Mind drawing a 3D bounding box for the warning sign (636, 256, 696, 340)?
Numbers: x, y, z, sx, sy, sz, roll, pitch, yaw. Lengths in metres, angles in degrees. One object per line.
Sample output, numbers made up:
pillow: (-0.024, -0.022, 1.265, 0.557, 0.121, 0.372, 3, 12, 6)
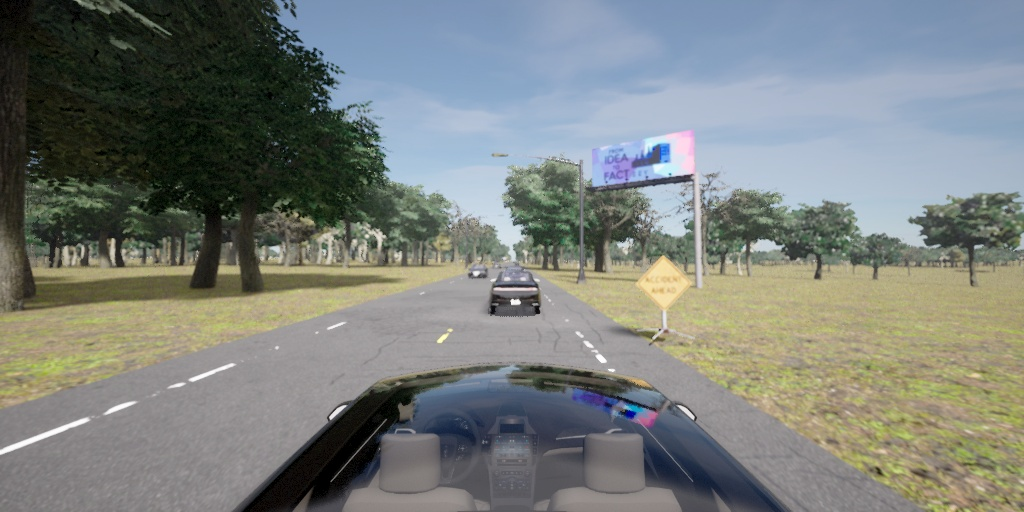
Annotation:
warning sign: (3.574, 0.921, 8.404, 1.300, 1.860, 1.060, 0, 0, 0)

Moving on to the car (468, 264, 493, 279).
car: (-3.468, 1.582, 37.379, 2.128, 1.511, 4.902, 0, -1, 0)

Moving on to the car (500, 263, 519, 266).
car: (0.208, 1.584, 32.553, 2.033, 1.411, 5.357, 0, -1, 0)

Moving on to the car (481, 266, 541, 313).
car: (0.130, 1.351, 14.442, 2.128, 1.511, 4.902, 0, 0, 0)
